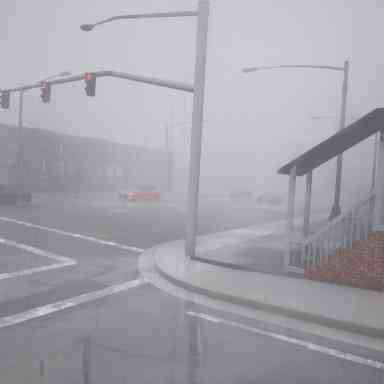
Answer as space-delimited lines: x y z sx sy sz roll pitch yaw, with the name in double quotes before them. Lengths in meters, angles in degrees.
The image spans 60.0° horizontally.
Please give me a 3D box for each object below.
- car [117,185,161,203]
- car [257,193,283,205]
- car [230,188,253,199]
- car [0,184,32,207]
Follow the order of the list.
"car" -5.099 0.080 32.586 2.097 1.767 4.553 5 3 36
"car" 9.608 0.780 40.774 1.994 1.385 4.181 5 3 36
"car" 7.410 0.231 49.859 2.128 1.511 4.902 5 3 36
"car" -12.964 0.233 21.567 1.837 1.490 4.892 5 3 35
